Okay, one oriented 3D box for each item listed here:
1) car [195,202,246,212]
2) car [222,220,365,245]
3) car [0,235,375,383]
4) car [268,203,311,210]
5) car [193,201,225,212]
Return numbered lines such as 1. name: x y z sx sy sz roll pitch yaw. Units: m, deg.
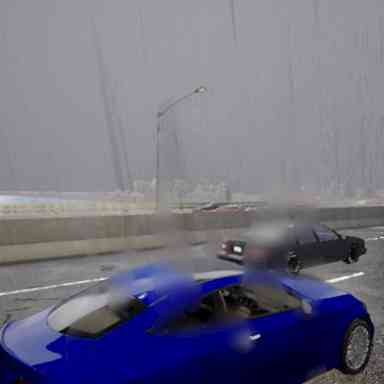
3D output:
1. car: 2.898 1.717 27.433 4.718 1.301 1.895 1 0 -35
2. car: 3.276 1.600 10.353 5.357 1.411 2.033 0 0 -35
3. car: 0.277 1.540 3.955 4.674 1.442 1.812 0 0 -35
4. car: 7.665 1.631 26.481 4.902 1.511 2.128 1 0 -35
5. car: 2.373 1.606 31.327 5.008 1.535 1.882 1 0 -35
